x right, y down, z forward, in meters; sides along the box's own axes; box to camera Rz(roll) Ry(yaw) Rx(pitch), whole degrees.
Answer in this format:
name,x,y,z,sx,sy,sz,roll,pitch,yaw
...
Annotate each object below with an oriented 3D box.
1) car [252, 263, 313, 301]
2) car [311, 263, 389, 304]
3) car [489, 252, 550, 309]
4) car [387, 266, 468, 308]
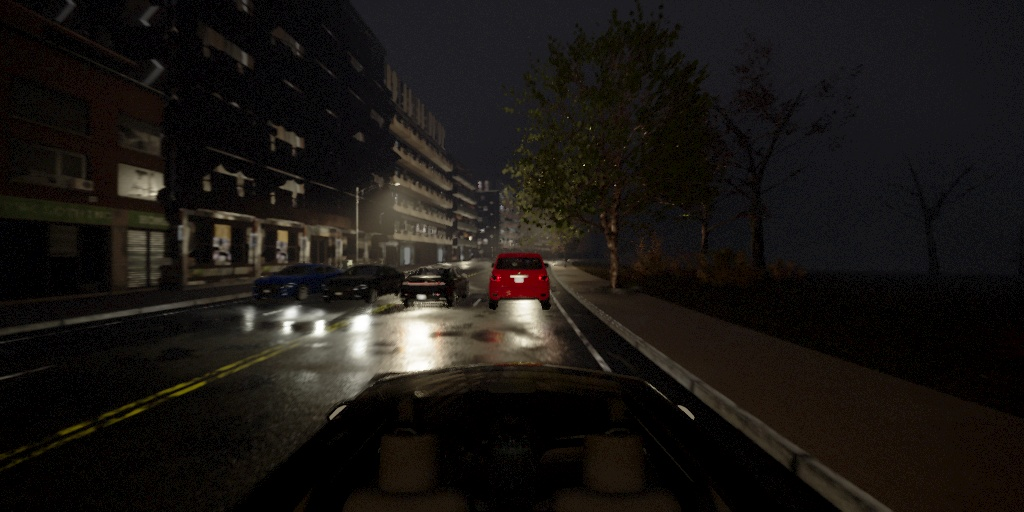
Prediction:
name,x,y,z,sx,sy,sz,roll,pitch,yaw
car,-9.542,1.090,16.564,1.882,1.535,5.008,0,0,2
car,-6.319,1.102,15.744,1.882,1.535,5.008,0,0,2
car,0.322,0.869,14.544,2.150,2.045,5.566,0,1,2
car,-2.935,1.132,14.366,2.128,1.511,4.902,0,0,2
